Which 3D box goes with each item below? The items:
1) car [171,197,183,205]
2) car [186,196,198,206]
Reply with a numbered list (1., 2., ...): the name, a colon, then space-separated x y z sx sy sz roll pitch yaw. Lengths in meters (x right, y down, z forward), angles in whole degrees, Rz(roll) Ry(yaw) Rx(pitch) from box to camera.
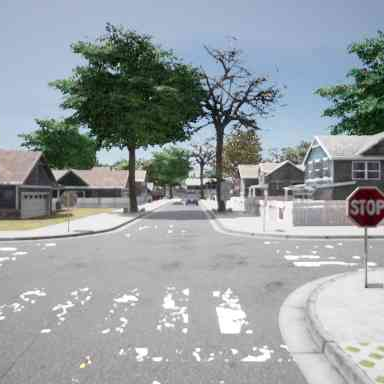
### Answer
1. car: -2.751 1.577 60.338 1.812 1.442 4.674 0 0 0
2. car: -0.001 1.400 56.521 2.097 1.767 4.553 0 0 0
